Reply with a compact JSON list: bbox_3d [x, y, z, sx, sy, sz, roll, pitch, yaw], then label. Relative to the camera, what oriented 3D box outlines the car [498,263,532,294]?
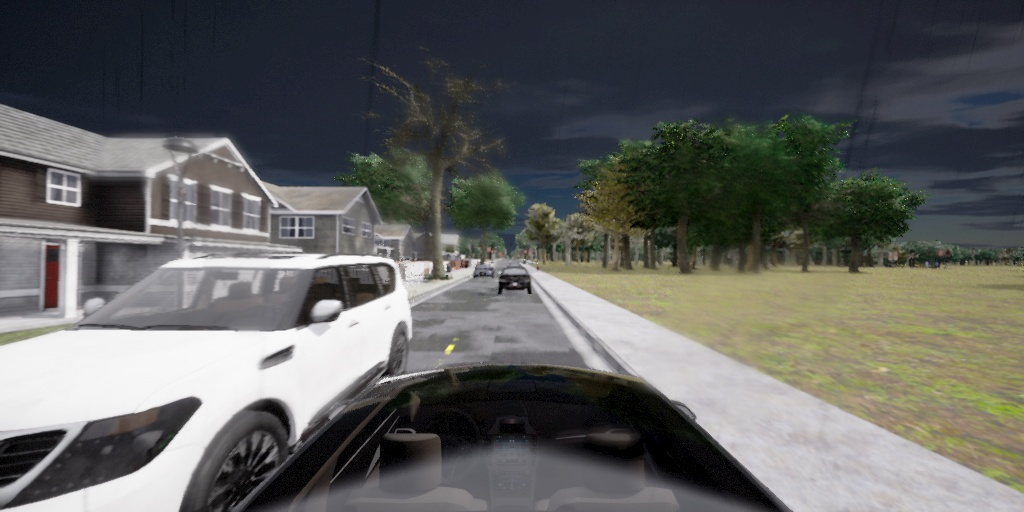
[{"bbox_3d":[0.166,1.355,21.609,1.882,1.535,5.008,0,0,0],"label":"car"}]

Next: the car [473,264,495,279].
[{"bbox_3d":[-2.727,1.515,35.497,1.994,1.385,4.181,0,0,0],"label":"car"}]

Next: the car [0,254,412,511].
[{"bbox_3d":[-2.842,0.980,4.204,2.150,2.045,5.566,0,0,0],"label":"car"}]
